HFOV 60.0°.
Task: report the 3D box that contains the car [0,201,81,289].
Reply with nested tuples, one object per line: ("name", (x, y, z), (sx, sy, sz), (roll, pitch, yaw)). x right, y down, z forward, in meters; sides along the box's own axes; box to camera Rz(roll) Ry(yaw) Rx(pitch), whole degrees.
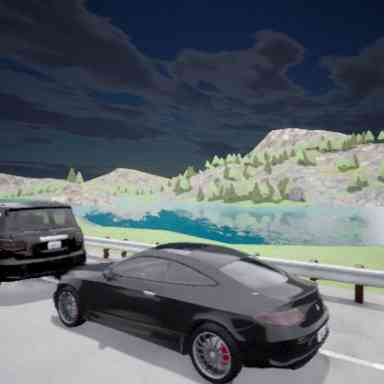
("car", (-5.204, 1.268, 8.898), (5.566, 2.045, 2.150), (0, 0, 36))

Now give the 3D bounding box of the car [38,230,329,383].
("car", (-0.303, 1.545, 5.382), (4.674, 1.442, 1.812), (0, 0, 36))
